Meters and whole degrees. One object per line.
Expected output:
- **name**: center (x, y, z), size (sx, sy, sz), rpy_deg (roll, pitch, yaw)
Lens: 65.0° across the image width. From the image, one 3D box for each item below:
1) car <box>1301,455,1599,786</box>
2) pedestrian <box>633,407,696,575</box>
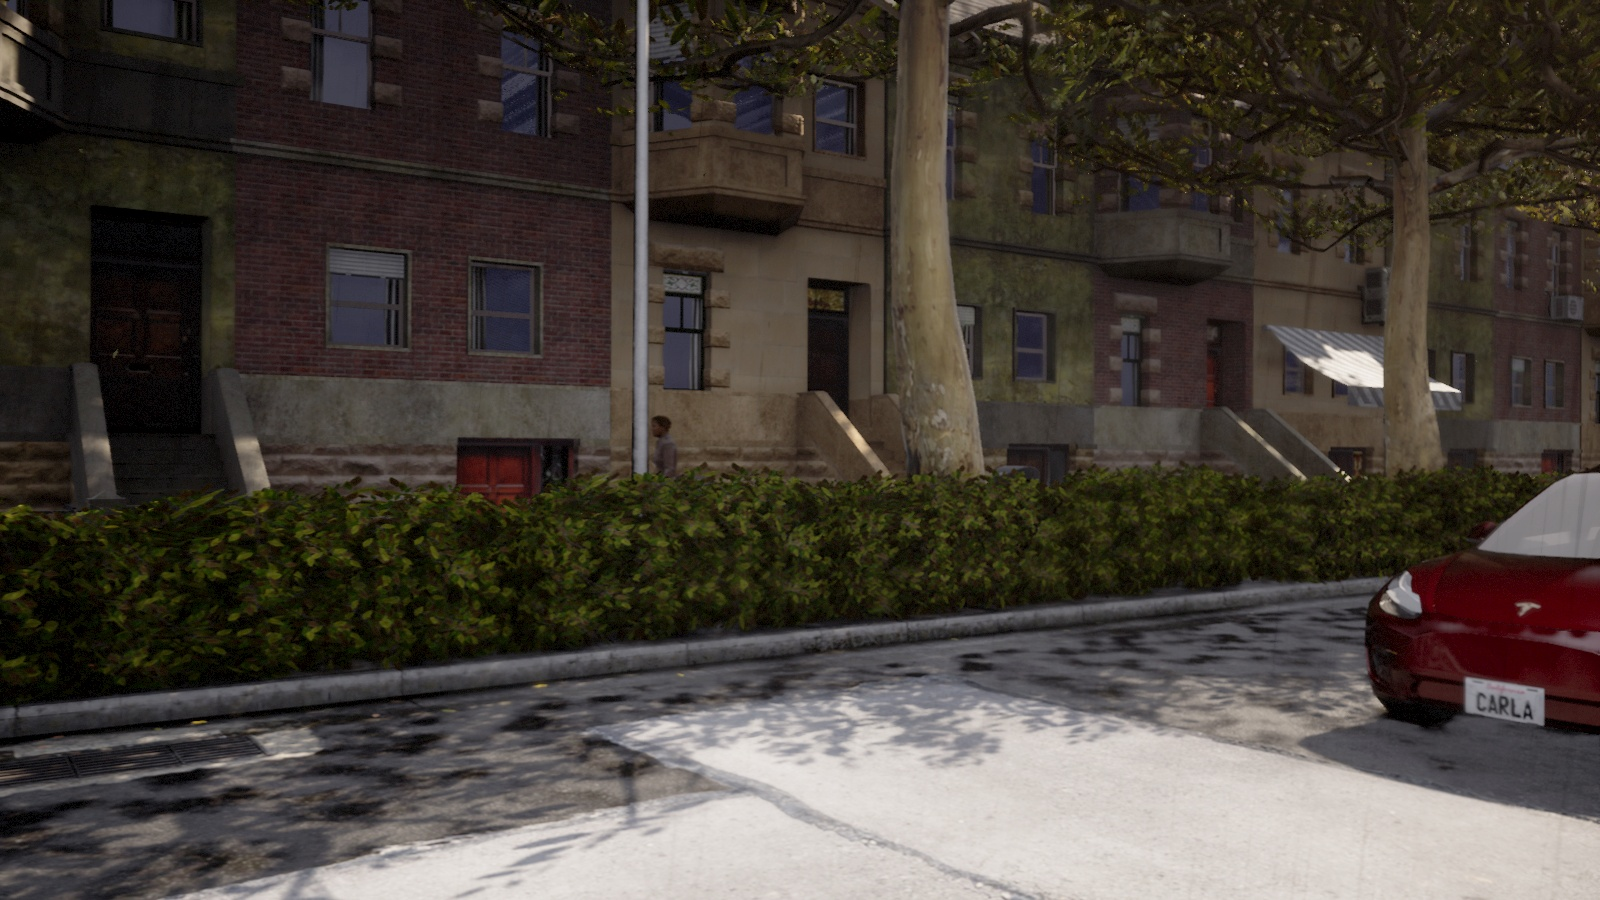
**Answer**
- **car**: center (5.320, 0.770, 7.336), size (4.792, 1.488, 2.163), rpy_deg (0, 0, -35)
- **pedestrian**: center (-1.517, 0.453, 14.075), size (0.634, 1.846, 0.331), rpy_deg (0, 0, -22)
